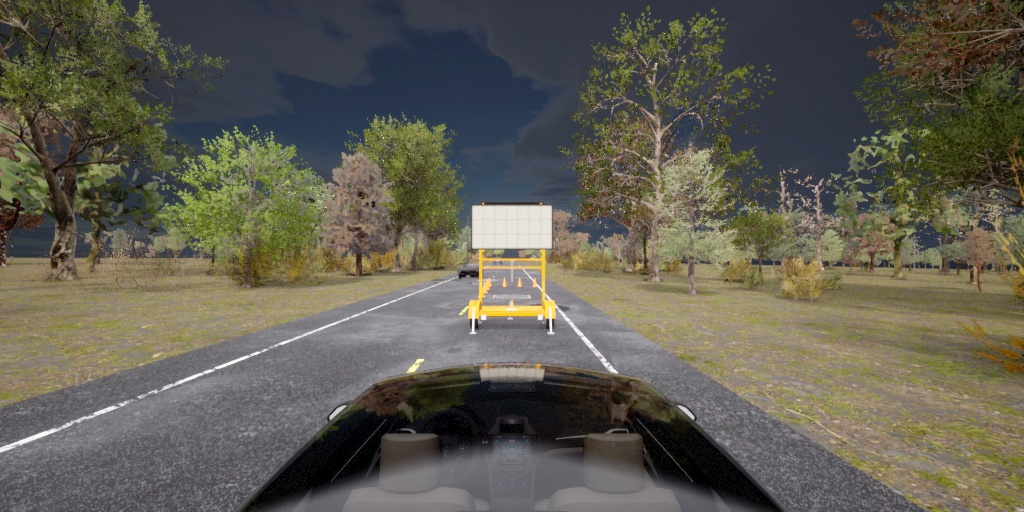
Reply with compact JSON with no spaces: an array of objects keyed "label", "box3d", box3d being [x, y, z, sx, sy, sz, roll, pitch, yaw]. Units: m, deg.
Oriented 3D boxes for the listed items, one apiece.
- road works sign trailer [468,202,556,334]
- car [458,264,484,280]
[{"label":"road works sign trailer","box3d":[0.003,0.218,10.598,2.380,3.560,2.880,0,0,0]},{"label":"car","box3d":[-3.608,1.379,31.712,1.895,1.301,4.718,0,0,0]}]
